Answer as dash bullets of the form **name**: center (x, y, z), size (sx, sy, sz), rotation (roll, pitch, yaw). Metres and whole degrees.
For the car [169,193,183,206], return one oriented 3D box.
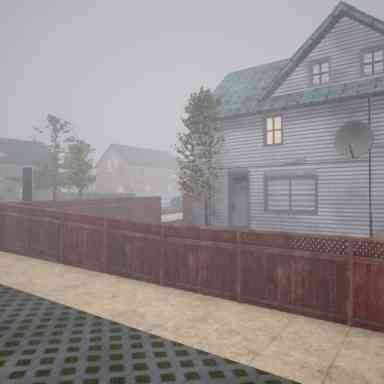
- **car**: center (-0.479, 0.611, 36.677), size (2.097, 1.767, 4.553), rotation (-1, 1, 36)

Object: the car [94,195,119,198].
- **car**: center (-7.245, 1.027, 27.264), size (2.128, 1.511, 4.902), rotation (-1, 1, 36)
